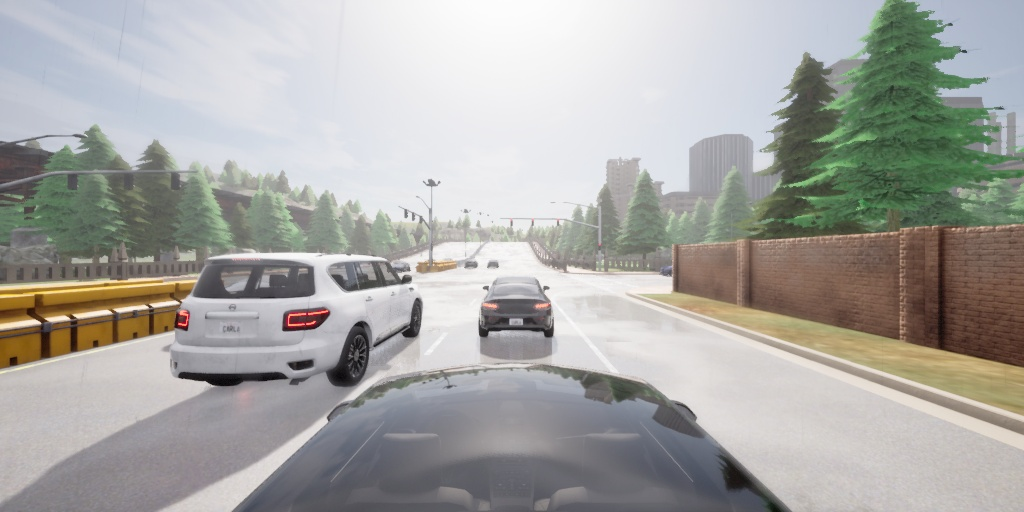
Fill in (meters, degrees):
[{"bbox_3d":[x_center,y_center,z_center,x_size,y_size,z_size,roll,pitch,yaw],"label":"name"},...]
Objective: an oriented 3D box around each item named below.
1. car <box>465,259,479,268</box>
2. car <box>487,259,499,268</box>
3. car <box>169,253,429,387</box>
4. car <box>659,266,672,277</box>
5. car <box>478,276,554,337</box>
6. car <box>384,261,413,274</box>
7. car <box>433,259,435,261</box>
[{"bbox_3d":[-6.620,1.241,59.537,2.128,1.511,4.902,0,0,0],"label":"car"},{"bbox_3d":[-3.131,1.275,60.609,1.812,1.442,4.674,0,0,0],"label":"car"},{"bbox_3d":[-3.416,0.971,7.091,2.150,2.045,5.566,0,0,1],"label":"car"},{"bbox_3d":[17.054,1.276,35.442,4.674,1.442,1.812,0,0,0],"label":"car"},{"bbox_3d":[0.116,1.276,10.146,1.812,1.442,4.674,0,0,1],"label":"car"},{"bbox_3d":[-13.625,1.298,43.351,2.033,1.411,5.357,0,0,-4],"label":"car"},{"bbox_3d":[-13.800,1.254,59.540,1.837,1.490,4.892,0,0,0],"label":"car"}]
